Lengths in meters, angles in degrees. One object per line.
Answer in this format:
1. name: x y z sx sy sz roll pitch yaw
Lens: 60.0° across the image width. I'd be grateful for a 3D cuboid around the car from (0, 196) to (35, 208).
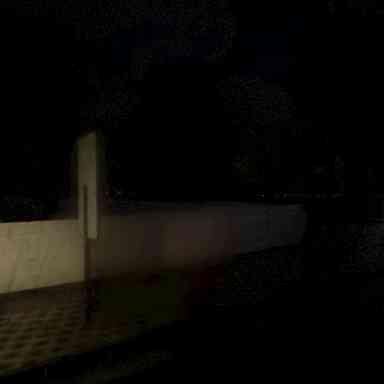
1. car: -18.762 1.185 35.691 4.674 1.442 1.812 0 1 32
